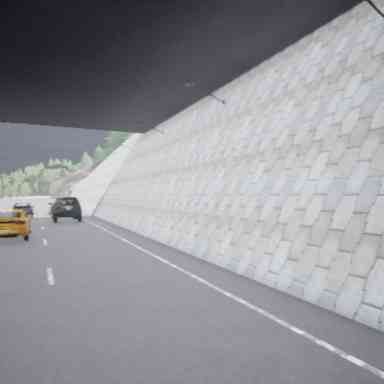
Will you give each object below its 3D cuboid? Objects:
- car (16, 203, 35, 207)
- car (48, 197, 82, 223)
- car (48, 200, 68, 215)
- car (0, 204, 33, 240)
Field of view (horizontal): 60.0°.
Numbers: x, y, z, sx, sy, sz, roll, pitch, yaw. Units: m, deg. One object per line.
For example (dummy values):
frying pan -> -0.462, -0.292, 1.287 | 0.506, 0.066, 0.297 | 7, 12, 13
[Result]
car -> -17.226, 1.839, 33.930 | 2.128, 1.511, 4.902 | -1, 0, -25
car -> -10.861, 1.464, 28.540 | 2.150, 2.045, 5.566 | -1, 0, -26
car -> -16.167, 1.833, 39.952 | 1.882, 1.535, 5.008 | -1, 0, -25
car -> -9.731, 1.667, 17.789 | 1.882, 1.535, 5.008 | -1, 0, -25
